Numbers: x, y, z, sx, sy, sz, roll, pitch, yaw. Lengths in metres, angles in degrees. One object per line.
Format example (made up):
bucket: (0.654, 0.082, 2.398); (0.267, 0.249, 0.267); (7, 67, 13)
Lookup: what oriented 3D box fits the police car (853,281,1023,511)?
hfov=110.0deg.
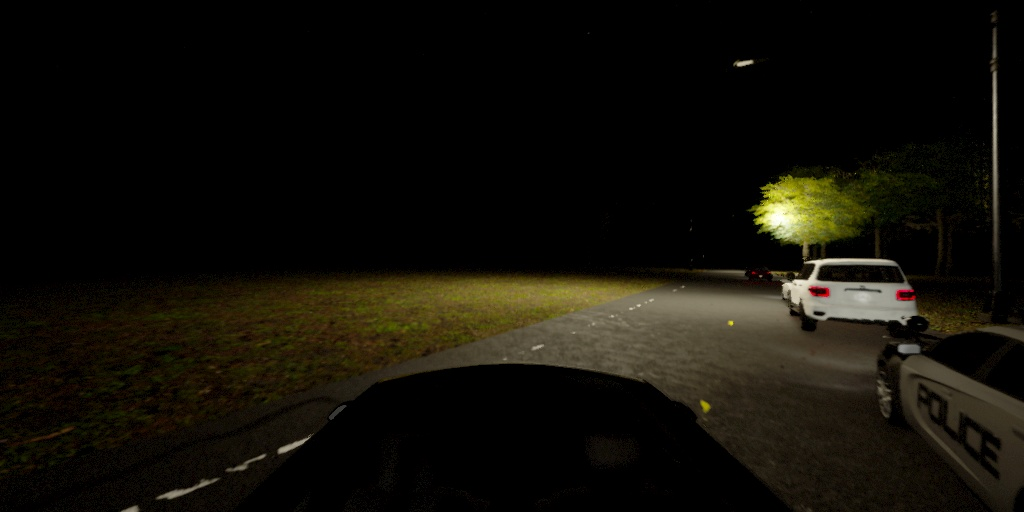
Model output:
police car: (4.507, 1.202, 2.657); (1.930, 1.638, 5.238); (0, -1, 34)

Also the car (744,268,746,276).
car: (30.094, 1.904, 44.495); (1.994, 1.385, 4.181); (0, -1, 32)

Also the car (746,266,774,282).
car: (24.758, 1.755, 35.865); (1.812, 1.442, 4.674); (0, -1, 33)

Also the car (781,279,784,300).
car: (13.260, 1.475, 15.959); (1.812, 1.442, 4.674); (0, 0, 33)

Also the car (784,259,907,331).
car: (9.989, 1.111, 10.958); (2.150, 2.045, 5.566); (0, -1, 33)
